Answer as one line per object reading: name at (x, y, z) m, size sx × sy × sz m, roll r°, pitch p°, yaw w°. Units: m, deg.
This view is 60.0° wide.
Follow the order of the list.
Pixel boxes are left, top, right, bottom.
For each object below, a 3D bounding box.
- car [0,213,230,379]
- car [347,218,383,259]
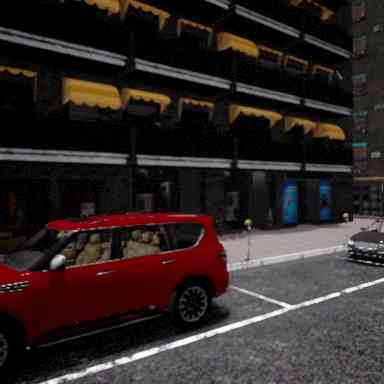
car at (-1.621, 1.320, 5.421) m, size 5.009 × 1.841 × 2.192 m, roll 0°, pitch -1°, yaw -35°
car at (7.199, 1.582, 11.678) m, size 4.403 × 1.369 × 2.008 m, roll 0°, pitch -1°, yaw -35°
